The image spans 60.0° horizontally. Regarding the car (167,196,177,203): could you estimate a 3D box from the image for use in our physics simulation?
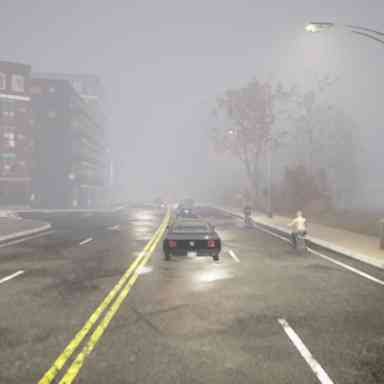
[{"bbox_3d":[-4.950,1.874,82.479,2.097,1.767,4.553,0,0,-7],"label":"car"}]

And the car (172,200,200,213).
[{"bbox_3d":[-0.623,1.755,31.195,2.033,1.411,5.357,0,0,-3],"label":"car"}]

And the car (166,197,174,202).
[{"bbox_3d":[-6.227,2.076,92.506,1.895,1.301,4.718,0,0,-8],"label":"car"}]

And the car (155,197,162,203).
[{"bbox_3d":[-8.537,1.904,85.032,1.812,1.442,4.674,0,0,-7],"label":"car"}]

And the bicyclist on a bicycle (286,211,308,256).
[{"bbox_3d":[4.036,1.520,12.606,0.866,1.612,1.509,0,0,-1],"label":"bicyclist on a bicycle"}]

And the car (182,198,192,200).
[{"bbox_3d":[-0.592,1.986,72.837,1.812,1.442,4.674,0,0,-6],"label":"car"}]

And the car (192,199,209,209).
[{"bbox_3d":[1.440,1.931,50.972,1.895,1.301,4.718,0,0,-4],"label":"car"}]

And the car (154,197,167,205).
[{"bbox_3d":[-6.719,1.970,68.886,1.812,1.442,4.674,0,0,-6],"label":"car"}]

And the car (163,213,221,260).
[{"bbox_3d":[-0.036,1.687,12.707,1.895,1.301,4.718,0,0,-1],"label":"car"}]

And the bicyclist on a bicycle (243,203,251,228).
[{"bbox_3d":[3.754,1.601,22.540,0.582,1.620,1.656,0,-1,-2],"label":"bicyclist on a bicycle"}]

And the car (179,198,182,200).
[{"bbox_3d":[-2.341,2.144,87.861,1.895,1.301,4.718,0,0,-7],"label":"car"}]
